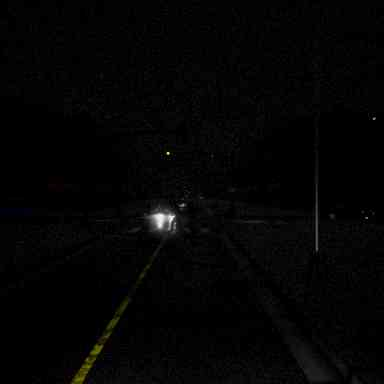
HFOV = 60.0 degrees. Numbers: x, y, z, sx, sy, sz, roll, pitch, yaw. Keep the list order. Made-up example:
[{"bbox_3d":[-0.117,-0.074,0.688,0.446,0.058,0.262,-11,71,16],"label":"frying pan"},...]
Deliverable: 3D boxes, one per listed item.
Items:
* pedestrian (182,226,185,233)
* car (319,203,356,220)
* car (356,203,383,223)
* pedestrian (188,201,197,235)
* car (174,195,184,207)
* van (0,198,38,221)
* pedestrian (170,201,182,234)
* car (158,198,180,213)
[{"bbox_3d":[-0.697,1.310,18.503,0.375,1.860,0.375,0,0,0],"label":"pedestrian"},{"bbox_3d":[12.359,1.543,26.913,4.403,1.369,2.008,0,0,0],"label":"car"},{"bbox_3d":[15.039,1.582,24.382,4.718,1.301,1.895,0,0,0],"label":"car"},{"bbox_3d":[0.017,1.308,17.291,0.375,1.860,0.375,0,0,0],"label":"pedestrian"},{"bbox_3d":[-2.652,1.609,51.296,1.812,1.442,4.674,0,0,1],"label":"car"},{"bbox_3d":[-14.644,1.401,26.884,3.998,1.788,1.690,0,0,0],"label":"van"},{"bbox_3d":[-0.858,1.310,17.893,0.375,1.860,0.375,0,0,0],"label":"pedestrian"},{"bbox_3d":[-2.708,1.656,37.694,1.895,1.301,4.718,0,0,0],"label":"car"}]
